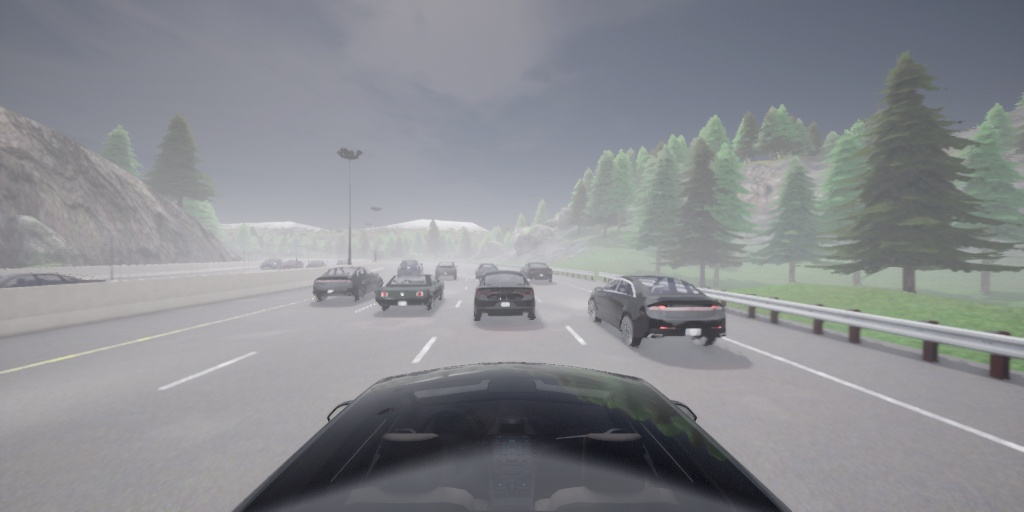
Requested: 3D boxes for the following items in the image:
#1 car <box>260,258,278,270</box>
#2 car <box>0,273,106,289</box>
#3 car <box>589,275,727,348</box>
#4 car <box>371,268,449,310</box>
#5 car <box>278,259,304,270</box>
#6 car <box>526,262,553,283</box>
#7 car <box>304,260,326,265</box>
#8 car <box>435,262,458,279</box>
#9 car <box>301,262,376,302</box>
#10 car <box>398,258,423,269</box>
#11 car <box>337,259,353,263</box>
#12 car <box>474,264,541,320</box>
[{"bbox_3d":[-35.941,1.148,53.960,2.097,1.767,4.553,0,0,-16],"label":"car"},{"bbox_3d":[-18.018,1.327,12.935,2.033,1.411,5.357,0,0,-4],"label":"car"},{"bbox_3d":[3.354,1.232,9.236,2.128,1.511,4.902,0,0,-2],"label":"car"},{"bbox_3d":[-3.921,1.353,14.614,1.895,1.301,4.718,0,0,-4],"label":"car"},{"bbox_3d":[-31.822,1.266,52.243,1.882,1.535,5.008,0,0,-15],"label":"car"},{"bbox_3d":[1.796,1.212,27.910,1.882,1.535,5.008,0,0,-7],"label":"car"},{"bbox_3d":[-28.106,1.307,51.911,1.812,1.442,4.674,0,0,-15],"label":"car"},{"bbox_3d":[-5.883,1.239,32.273,2.128,1.511,4.902,0,0,-9],"label":"car"},{"bbox_3d":[-7.635,1.249,17.146,2.128,1.511,4.902,0,0,-4],"label":"car"},{"bbox_3d":[-9.929,1.106,35.304,2.097,1.767,4.553,0,0,-10],"label":"car"},{"bbox_3d":[-25.027,1.265,53.951,2.128,1.511,4.902,0,0,-15],"label":"car"},{"bbox_3d":[-0.310,1.223,12.657,1.882,1.535,5.008,0,0,-3],"label":"car"}]
